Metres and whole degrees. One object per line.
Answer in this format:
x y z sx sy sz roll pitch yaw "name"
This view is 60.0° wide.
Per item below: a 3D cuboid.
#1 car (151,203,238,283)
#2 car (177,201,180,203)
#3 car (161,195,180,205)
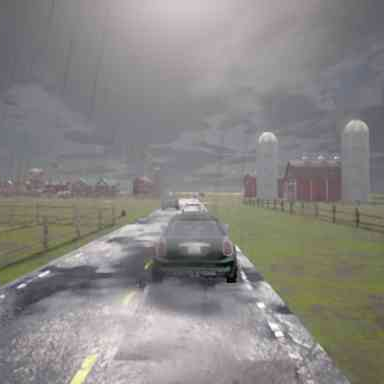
0.079 1.384 9.897 2.097 1.767 4.553 0 0 1 "car"
0.111 1.632 25.305 2.033 1.411 5.357 0 0 1 "car"
-2.760 1.368 43.499 2.150 2.045 5.566 0 0 0 "car"
